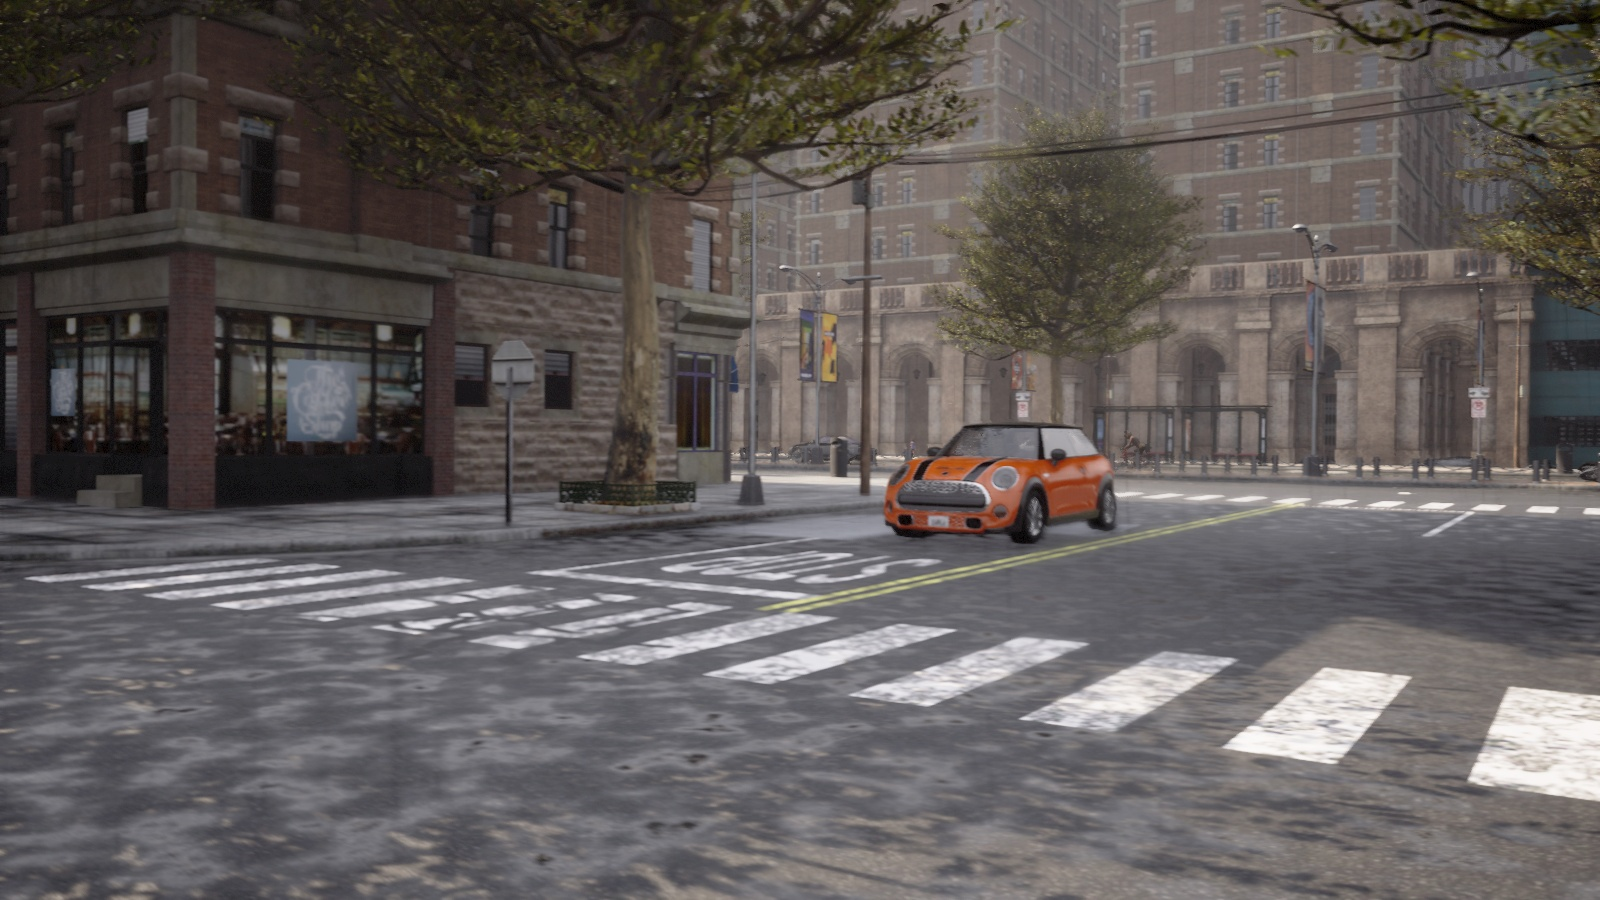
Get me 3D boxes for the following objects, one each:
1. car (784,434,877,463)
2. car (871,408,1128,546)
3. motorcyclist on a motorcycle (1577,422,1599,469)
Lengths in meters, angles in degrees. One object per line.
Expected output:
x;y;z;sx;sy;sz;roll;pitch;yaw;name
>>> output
1.494;-0.065;62.096;4.181;1.385;1.994;0;1;34;car
3.094;0.308;18.598;2.097;1.767;4.553;0;1;33;car
28.634;-0.178;44.011;2.350;1.649;0.766;0;1;34;motorcyclist on a motorcycle
